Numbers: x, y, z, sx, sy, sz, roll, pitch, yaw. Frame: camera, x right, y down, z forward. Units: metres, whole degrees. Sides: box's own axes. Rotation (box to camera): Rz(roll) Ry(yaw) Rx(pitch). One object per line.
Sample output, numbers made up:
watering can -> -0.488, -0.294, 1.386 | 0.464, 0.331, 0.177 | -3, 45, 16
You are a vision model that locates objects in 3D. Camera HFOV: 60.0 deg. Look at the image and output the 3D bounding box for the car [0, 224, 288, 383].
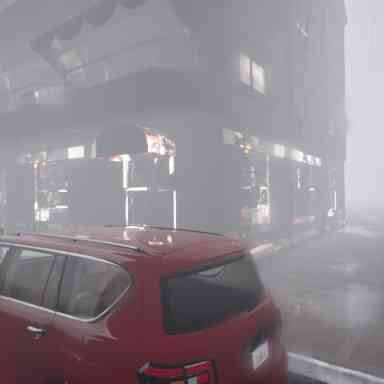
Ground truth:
car -> -1.426, 1.316, 3.899 | 5.009, 1.841, 2.192 | 0, -1, 35
